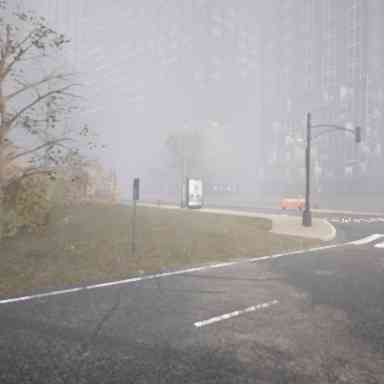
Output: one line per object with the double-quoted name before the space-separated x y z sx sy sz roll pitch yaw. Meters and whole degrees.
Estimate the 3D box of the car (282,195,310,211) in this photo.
"car" 11.703 1.065 37.348 2.097 1.767 4.553 1 1 32

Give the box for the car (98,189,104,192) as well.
"car" -14.688 0.313 55.572 2.097 1.767 4.553 3 -1 -42
